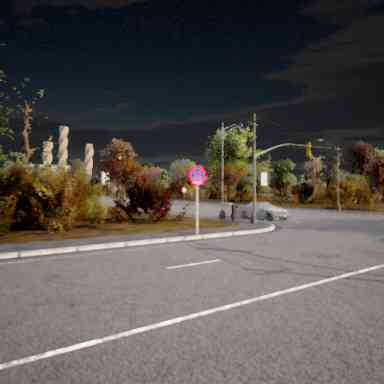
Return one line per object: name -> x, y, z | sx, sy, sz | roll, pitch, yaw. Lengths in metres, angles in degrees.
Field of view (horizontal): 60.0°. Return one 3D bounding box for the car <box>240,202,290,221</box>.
car -> 5.862, 1.546, 27.459 | 1.812, 1.442, 4.674 | 0, 0, -32
